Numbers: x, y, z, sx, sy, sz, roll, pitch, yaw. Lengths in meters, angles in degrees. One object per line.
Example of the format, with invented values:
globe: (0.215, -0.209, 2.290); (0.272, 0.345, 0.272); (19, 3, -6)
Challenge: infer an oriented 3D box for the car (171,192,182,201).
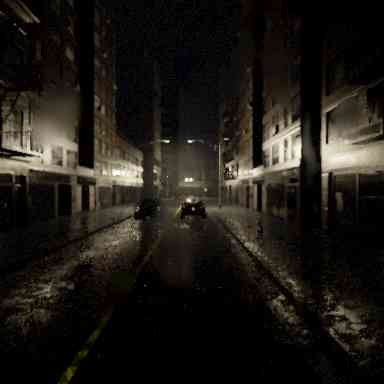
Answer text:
car: (-2.999, 0.975, 67.287); (2.097, 1.767, 4.553); (0, 0, 0)

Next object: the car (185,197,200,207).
car: (0.088, 1.327, 45.578); (1.895, 1.301, 4.718); (0, 0, 0)

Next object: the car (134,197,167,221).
car: (-3.097, 1.192, 25.563); (2.097, 1.767, 4.553); (0, 0, 0)

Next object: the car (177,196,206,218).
car: (0.101, 1.330, 28.098); (2.163, 1.488, 4.792); (0, 0, 0)
